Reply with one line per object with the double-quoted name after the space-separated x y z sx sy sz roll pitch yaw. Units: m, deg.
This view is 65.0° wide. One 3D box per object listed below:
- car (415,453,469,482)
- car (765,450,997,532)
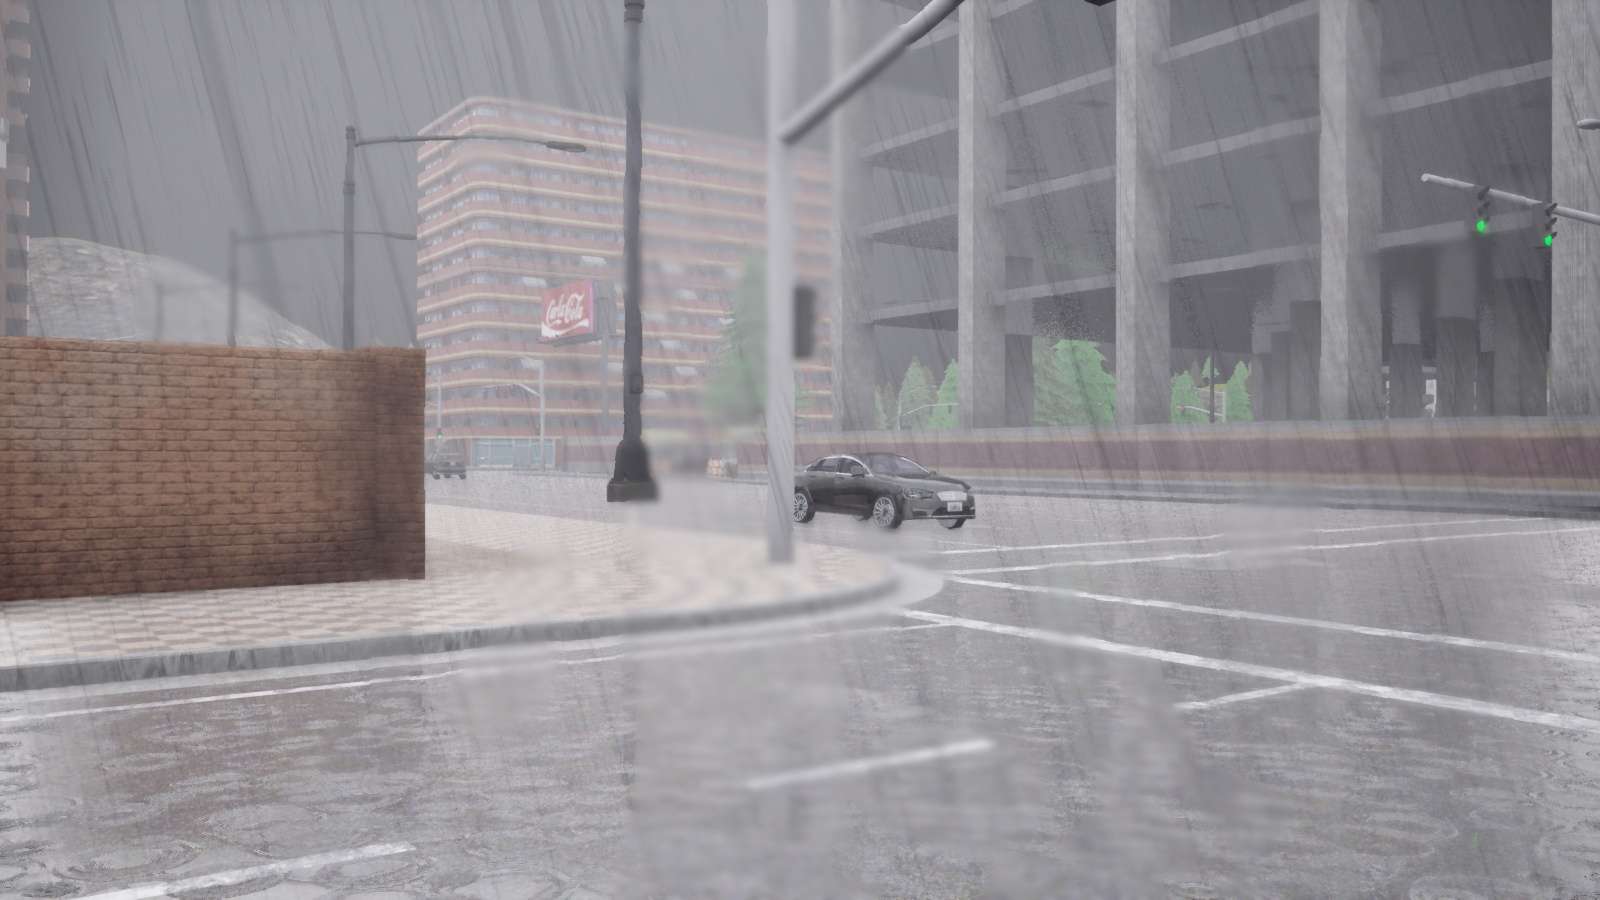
-19.773 0.935 69.199 1.789 1.549 3.705 0 0 -34 "car"
1.523 0.760 25.587 2.128 1.511 4.902 0 0 -34 "car"
